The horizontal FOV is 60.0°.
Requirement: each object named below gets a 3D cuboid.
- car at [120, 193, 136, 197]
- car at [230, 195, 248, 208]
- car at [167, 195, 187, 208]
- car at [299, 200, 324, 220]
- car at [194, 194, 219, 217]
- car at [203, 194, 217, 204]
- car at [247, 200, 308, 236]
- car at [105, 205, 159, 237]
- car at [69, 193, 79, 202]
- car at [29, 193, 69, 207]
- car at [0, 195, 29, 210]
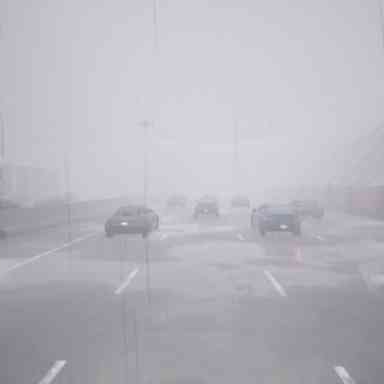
[{"bbox_3d":[-11.071,0.774,57.419,1.895,1.301,4.718,0,1,3],"label":"car"},{"bbox_3d":[5.436,1.047,38.046,1.994,1.385,4.181,0,1,4],"label":"car"},{"bbox_3d":[-1.624,1.022,37.424,2.033,1.411,5.357,0,1,4],"label":"car"},{"bbox_3d":[8.057,1.278,24.534,1.895,1.301,4.718,0,1,4],"label":"car"},{"bbox_3d":[1.190,1.155,26.780,1.812,1.442,4.674,0,1,4],"label":"car"},{"bbox_3d":[2.597,0.942,47.745,1.895,1.301,4.718,0,1,4],"label":"car"},{"bbox_3d":[4.125,1.300,16.796,1.812,1.442,4.674,0,1,3],"label":"car"},{"bbox_3d":[-2.857,1.325,16.575,1.994,1.385,4.181,0,1,3],"label":"car"},{"bbox_3d":[-18.547,0.819,49.092,2.033,1.411,5.357,0,1,4],"label":"car"},{"bbox_3d":[-15.847,0.971,36.998,1.812,1.442,4.674,0,1,4],"label":"car"},{"bbox_3d":[-13.294,1.154,21.887,2.128,1.511,4.902,0,1,3],"label":"car"}]
